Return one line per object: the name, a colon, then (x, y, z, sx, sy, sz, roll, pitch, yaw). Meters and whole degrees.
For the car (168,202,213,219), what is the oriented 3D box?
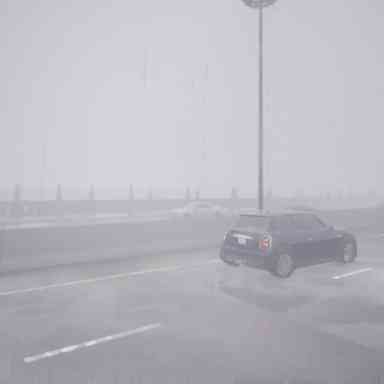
car: (0.347, 1.525, 25.749, 4.674, 1.442, 1.812, 0, 0, -36)

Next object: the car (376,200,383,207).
car: (22.819, 1.504, 37.945, 4.892, 1.490, 1.837, 0, 0, -37)

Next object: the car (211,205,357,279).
car: (3.089, 1.352, 10.252, 4.553, 1.767, 2.097, 0, 0, -36)

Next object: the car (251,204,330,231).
car: (6.480, 1.547, 21.524, 5.357, 1.411, 2.033, 0, 0, -36)
